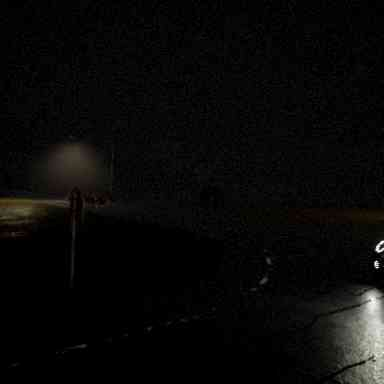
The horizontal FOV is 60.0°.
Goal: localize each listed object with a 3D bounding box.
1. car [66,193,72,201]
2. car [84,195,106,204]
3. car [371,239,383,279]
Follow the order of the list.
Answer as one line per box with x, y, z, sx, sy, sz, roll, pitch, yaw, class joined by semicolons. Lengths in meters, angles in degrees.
-20.275;0.826;57.531;1.837;1.490;4.892;2;0;-35;car
-14.519;1.111;49.392;1.895;1.301;4.718;2;0;-35;car
6.625;1.347;8.564;4.553;1.767;2.097;1;0;-35;car
